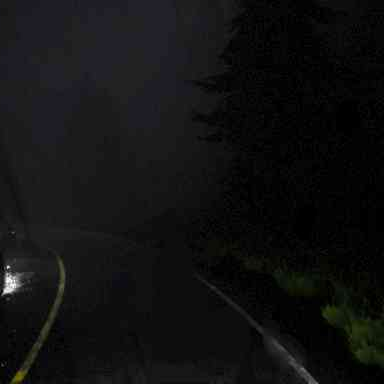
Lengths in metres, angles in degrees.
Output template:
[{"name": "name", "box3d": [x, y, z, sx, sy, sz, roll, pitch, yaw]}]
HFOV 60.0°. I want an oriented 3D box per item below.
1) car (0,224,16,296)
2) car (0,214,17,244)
[{"name": "car", "box3d": [-4.829, 1.618, 6.043, 1.837, 1.490, 4.892, 0, -1, -17]}, {"name": "car", "box3d": [-9.486, 1.743, 15.398, 2.128, 1.511, 4.902, 0, -1, -38]}]
